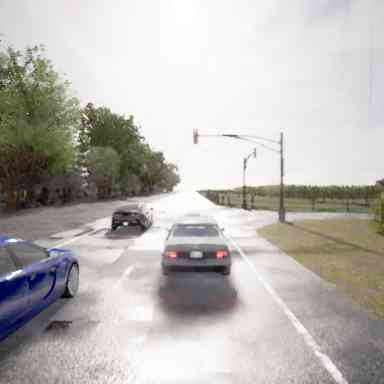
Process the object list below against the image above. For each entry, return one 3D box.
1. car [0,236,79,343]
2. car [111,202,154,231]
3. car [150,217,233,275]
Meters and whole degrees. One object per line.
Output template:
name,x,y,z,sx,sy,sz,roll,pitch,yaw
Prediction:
car,-3.399,1.432,5.279,1.882,1.535,5.008,0,0,1
car,-3.401,1.340,19.487,1.837,1.490,4.892,0,1,0
car,0.102,1.460,10.145,2.033,1.411,5.357,0,0,0
